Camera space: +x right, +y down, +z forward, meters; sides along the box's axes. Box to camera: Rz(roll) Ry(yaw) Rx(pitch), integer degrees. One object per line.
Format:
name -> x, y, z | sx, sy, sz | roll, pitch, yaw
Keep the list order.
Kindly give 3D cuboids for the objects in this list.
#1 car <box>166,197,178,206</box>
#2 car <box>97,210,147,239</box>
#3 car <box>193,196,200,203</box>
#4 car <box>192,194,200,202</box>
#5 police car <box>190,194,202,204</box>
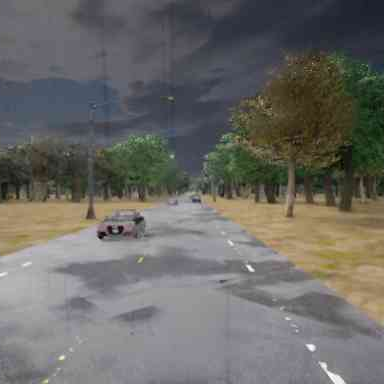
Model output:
car -> -3.519, 1.729, 59.660 | 2.128, 1.511, 4.902 | 0, 0, 1
car -> -3.593, 1.646, 17.593 | 1.994, 1.385, 4.181 | 0, 0, 0
car -> 1.075, 1.802, 82.983 | 1.837, 1.490, 4.892 | 0, 0, 0
car -> 1.076, 1.531, 89.016 | 2.150, 2.045, 5.566 | 0, 0, 0
police car -> 1.072, 1.699, 73.090 | 1.930, 1.638, 5.238 | 0, 0, 0
